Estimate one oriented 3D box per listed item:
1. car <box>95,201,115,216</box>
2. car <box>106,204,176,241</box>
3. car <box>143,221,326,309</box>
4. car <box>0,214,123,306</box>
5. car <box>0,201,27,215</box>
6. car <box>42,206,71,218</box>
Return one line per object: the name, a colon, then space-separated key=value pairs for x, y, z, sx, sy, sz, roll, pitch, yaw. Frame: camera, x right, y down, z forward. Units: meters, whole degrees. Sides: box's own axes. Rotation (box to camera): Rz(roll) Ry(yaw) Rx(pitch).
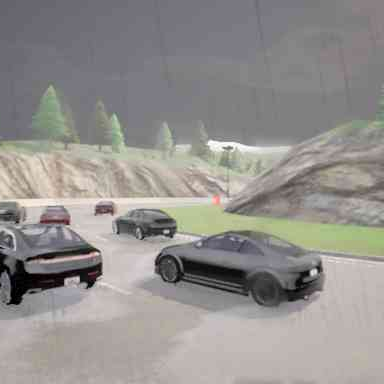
car: x=-9.189 y=1.685 z=35.898 sx=1.882 sy=1.535 sz=5.008 roll=0 pitch=0 yaw=-7
car: x=-2.605 y=1.617 z=17.560 sx=1.837 sy=1.490 sz=4.892 roll=0 pitch=0 yaw=-35
car: x=1.013 y=1.629 z=8.188 sx=4.181 sy=1.385 sz=1.994 roll=0 pitch=0 yaw=41
car: x=-4.032 y=1.532 z=8.261 sx=2.128 sy=1.511 sz=4.902 roll=1 pitch=0 yaw=-44
car: x=-14.019 y=1.463 z=25.424 sx=2.097 sy=1.767 sz=4.553 roll=1 pitch=0 yaw=-19
car: x=-10.038 y=1.688 z=24.523 sx=1.994 sy=1.385 sz=4.181 roll=0 pitch=0 yaw=-22
